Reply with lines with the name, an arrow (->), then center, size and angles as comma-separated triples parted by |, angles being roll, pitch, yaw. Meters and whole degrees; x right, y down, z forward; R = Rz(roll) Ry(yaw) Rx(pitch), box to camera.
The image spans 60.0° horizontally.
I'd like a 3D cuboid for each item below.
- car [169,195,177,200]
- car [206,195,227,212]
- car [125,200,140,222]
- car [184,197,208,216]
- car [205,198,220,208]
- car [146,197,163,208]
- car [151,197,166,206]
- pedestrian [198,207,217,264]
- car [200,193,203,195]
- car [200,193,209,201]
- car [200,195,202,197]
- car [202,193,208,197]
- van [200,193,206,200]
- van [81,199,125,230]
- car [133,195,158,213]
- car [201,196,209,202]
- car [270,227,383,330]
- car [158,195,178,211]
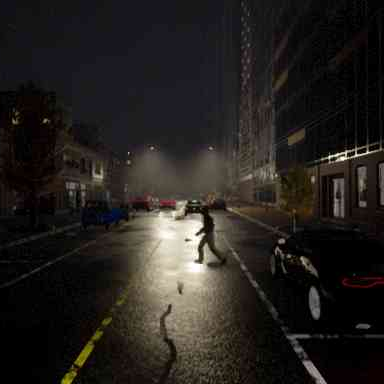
car -> -5.292, 1.526, 94.123 | 1.947, 1.339, 4.313 | 1, 0, 0
car -> 2.857, 1.421, 37.594 | 1.967, 1.590, 4.097 | 1, 0, 0
car -> -5.571, 1.568, 26.397 | 1.802, 1.307, 4.206 | 1, 0, 0
car -> 0.216, 1.531, 31.982 | 2.033, 1.411, 5.357 | 0, 0, 0
car -> 2.902, 1.541, 48.881 | 1.947, 1.339, 4.313 | 1, 0, 0
car -> -5.477, 1.526, 48.972 | 2.008, 1.369, 4.403 | 1, 0, 0
car -> -5.454, 1.517, 54.615 | 1.887, 1.381, 4.507 | 1, 0, 0
pedestrian -> 0.473, 1.288, 10.133 | 0.375, 1.860, 0.375 | 1, -1, 0
car -> 2.995, 1.533, 71.457 | 1.947, 1.339, 4.313 | 1, 0, 0
car -> 3.053, 1.279, 82.745 | 2.192, 1.841, 5.009 | 1, 0, 0
car -> 0.244, 1.481, 45.705 | 1.837, 1.490, 4.892 | 0, 0, 1
car -> 2.882, 1.293, 43.238 | 2.192, 1.841, 5.009 | 1, 0, 0
van -> 3.061, 1.301, 94.034 | 1.690, 1.788, 3.998 | 1, 0, 0
van -> -5.590, 1.330, 20.752 | 1.690, 1.788, 3.998 | 1, 0, 0
car -> -5.520, 1.295, 37.684 | 2.192, 1.841, 5.009 | 1, 0, 0
car -> 3.021, 1.547, 77.102 | 1.802, 1.307, 4.206 | 1, 0, 0
car -> 3.030, 1.474, 7.105 | 1.882, 1.535, 5.008 | 0, 0, 0
car -> -2.929, 1.456, 41.047 | 1.882, 1.535, 5.008 | 0, 0, 0
